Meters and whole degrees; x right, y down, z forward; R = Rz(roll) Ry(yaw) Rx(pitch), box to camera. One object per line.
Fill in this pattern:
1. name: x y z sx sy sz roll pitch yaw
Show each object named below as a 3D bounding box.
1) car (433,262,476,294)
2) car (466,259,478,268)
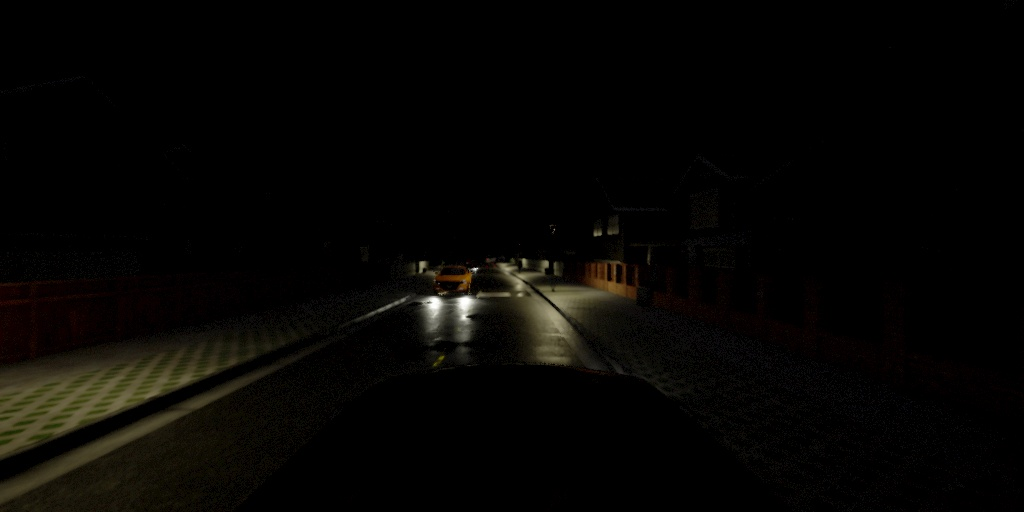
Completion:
1. car: -3.358 1.309 20.993 1.882 1.535 5.008 0 0 -3
2. car: -7.063 1.306 62.644 1.812 1.442 4.674 0 1 -6
